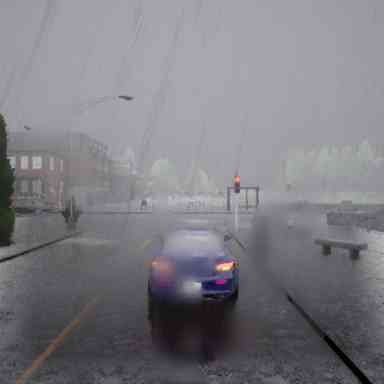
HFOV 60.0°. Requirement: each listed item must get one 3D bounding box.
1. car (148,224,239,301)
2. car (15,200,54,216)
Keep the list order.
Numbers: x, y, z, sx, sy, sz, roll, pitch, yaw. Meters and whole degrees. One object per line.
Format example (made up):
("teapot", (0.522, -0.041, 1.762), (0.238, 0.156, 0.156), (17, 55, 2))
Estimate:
("car", (0.041, 1.523, 8.225), (1.812, 1.442, 4.674), (0, 0, 1))
("car", (-15.953, 1.482, 32.242), (4.902, 1.511, 2.128), (0, 0, 0))
